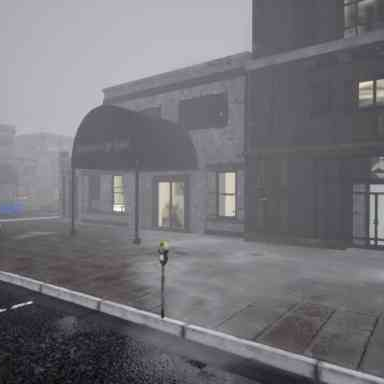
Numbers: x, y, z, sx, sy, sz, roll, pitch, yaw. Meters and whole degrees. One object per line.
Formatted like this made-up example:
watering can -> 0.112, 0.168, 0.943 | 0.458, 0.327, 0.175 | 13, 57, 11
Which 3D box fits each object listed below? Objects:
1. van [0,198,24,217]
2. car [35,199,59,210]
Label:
van -> -17.346, 1.416, 29.866 | 1.690, 1.788, 3.998 | 0, 0, 35
car -> -17.976, 1.572, 43.594 | 1.752, 1.417, 4.829 | 0, 0, 35
